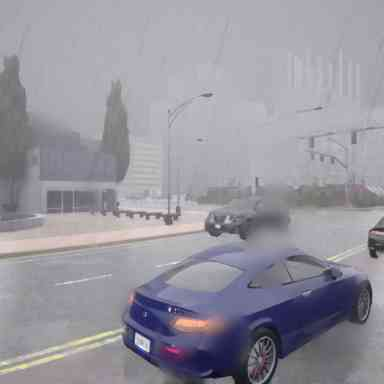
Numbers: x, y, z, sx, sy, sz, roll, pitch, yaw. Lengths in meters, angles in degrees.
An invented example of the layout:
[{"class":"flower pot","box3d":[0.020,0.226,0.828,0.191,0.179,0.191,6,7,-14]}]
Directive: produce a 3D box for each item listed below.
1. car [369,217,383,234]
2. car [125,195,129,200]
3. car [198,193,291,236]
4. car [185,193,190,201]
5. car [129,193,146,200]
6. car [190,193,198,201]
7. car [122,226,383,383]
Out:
[{"class":"car","box3d":[7.747,1.491,11.790,2.128,1.511,4.902,0,0,43]},{"class":"car","box3d":[-16.241,1.153,92.043,1.932,1.855,4.605,0,0,44]},{"class":"car","box3d":[3.054,1.224,17.142,2.150,2.045,5.566,0,0,43]},{"class":"car","box3d":[0.013,1.156,76.458,1.905,1.878,3.866,0,0,44]},{"class":"car","box3d":[-14.188,1.156,90.002,1.905,1.878,3.866,0,0,44]},{"class":"car","box3d":[2.097,1.395,74.448,1.970,1.475,3.806,0,0,44]},{"class":"car","box3d":[1.162,1.526,5.278,4.674,1.442,1.812,0,0,-42]}]
